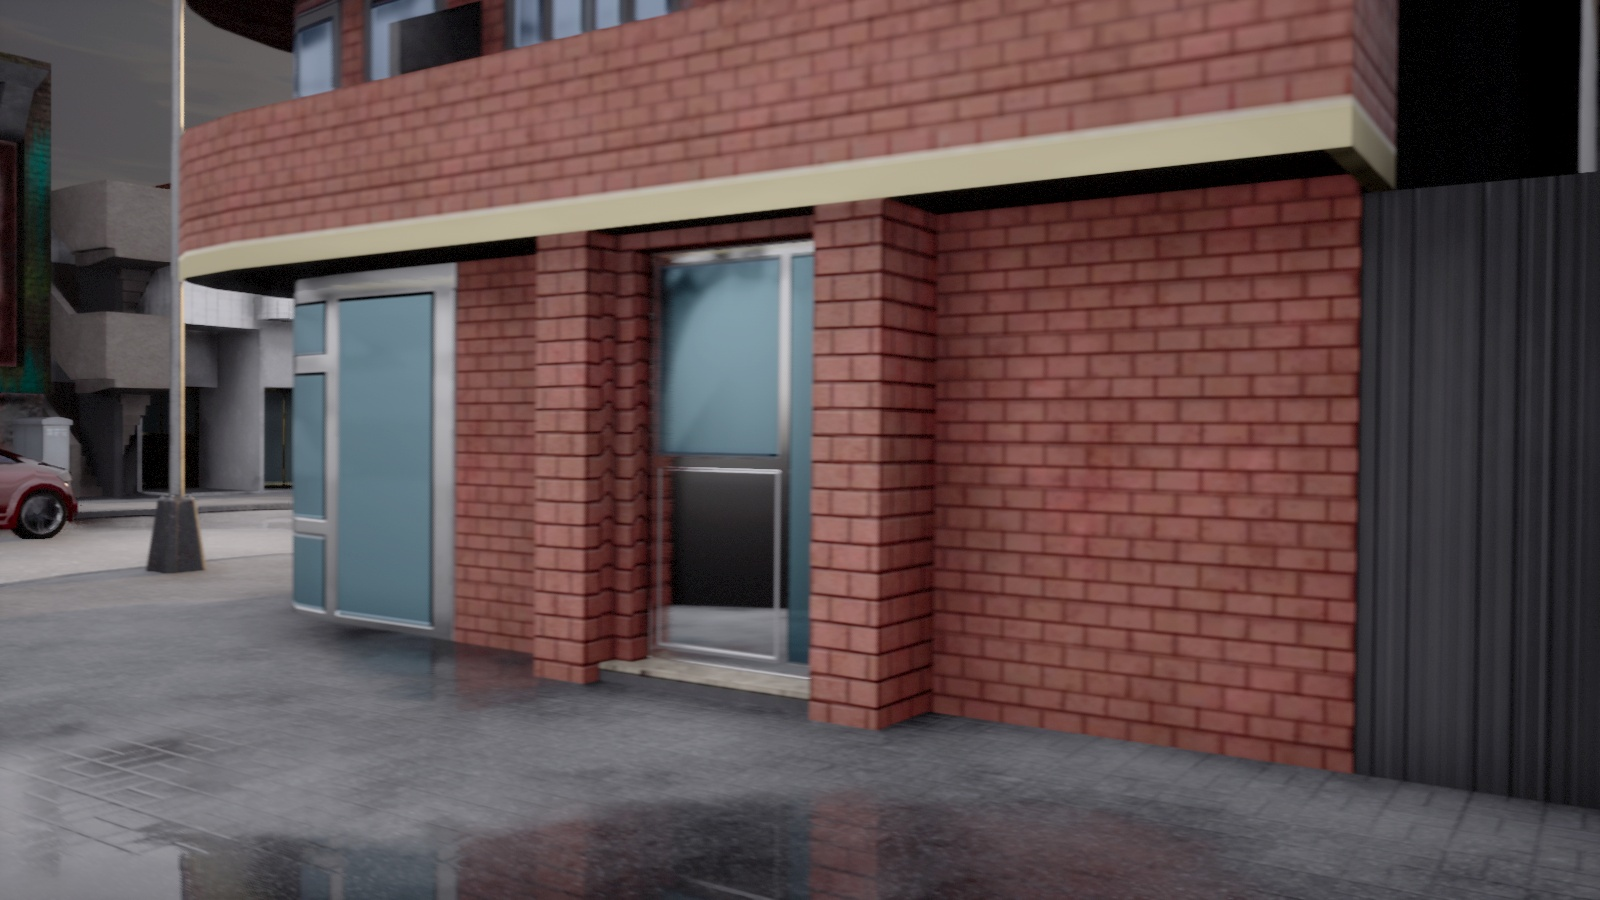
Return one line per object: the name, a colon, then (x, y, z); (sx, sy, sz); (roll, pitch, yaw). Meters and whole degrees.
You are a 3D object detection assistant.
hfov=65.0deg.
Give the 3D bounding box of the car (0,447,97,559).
car: (-11.283, 0.687, 15.437); (1.994, 1.385, 4.181); (0, 1, 28)
